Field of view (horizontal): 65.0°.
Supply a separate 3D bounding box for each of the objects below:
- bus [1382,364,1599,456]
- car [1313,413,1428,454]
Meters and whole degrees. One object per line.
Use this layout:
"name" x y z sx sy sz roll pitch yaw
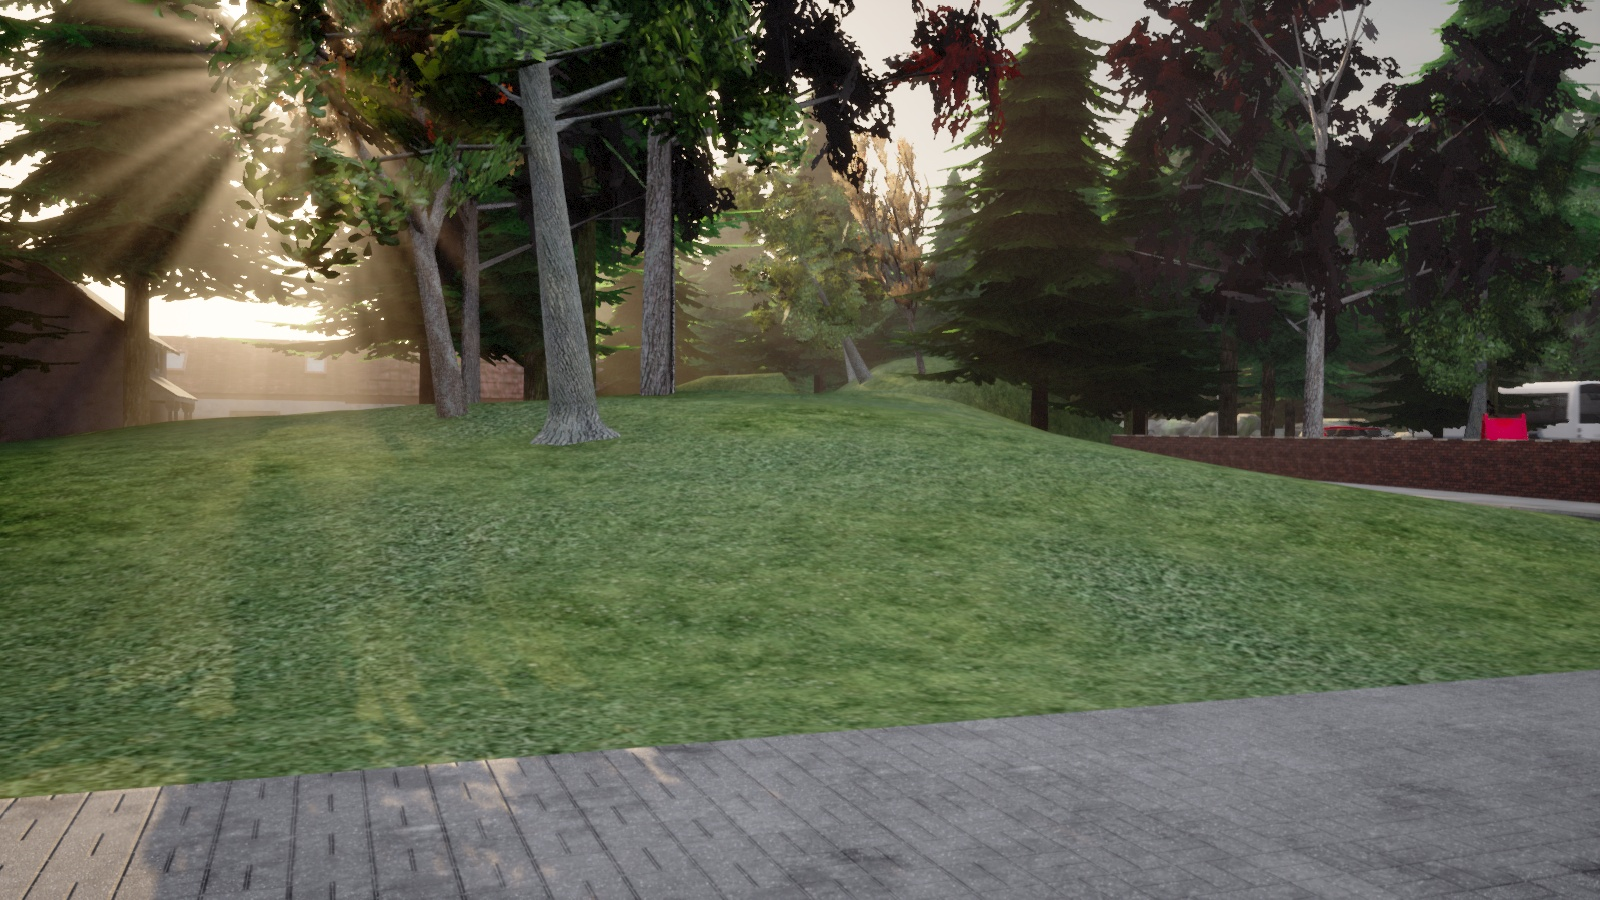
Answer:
"bus" 34.933 -1.971 63.345 3.944 4.253 10.273 -1 1 -21
"car" 29.759 -0.860 65.732 2.150 2.045 5.566 -1 1 -21
